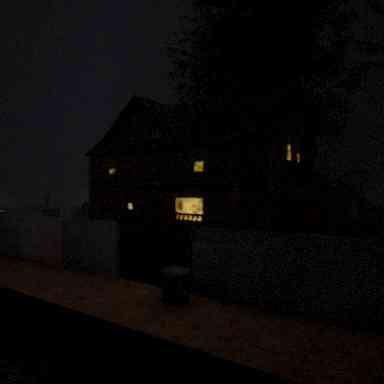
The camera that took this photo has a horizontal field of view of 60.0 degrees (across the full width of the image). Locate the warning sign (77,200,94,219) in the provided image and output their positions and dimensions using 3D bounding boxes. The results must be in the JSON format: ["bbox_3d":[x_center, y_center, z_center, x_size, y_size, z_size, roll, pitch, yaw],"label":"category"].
[{"bbox_3d":[-11.485,1.869,35.973,1.300,1.860,1.060,2,1,20],"label":"warning sign"}]
